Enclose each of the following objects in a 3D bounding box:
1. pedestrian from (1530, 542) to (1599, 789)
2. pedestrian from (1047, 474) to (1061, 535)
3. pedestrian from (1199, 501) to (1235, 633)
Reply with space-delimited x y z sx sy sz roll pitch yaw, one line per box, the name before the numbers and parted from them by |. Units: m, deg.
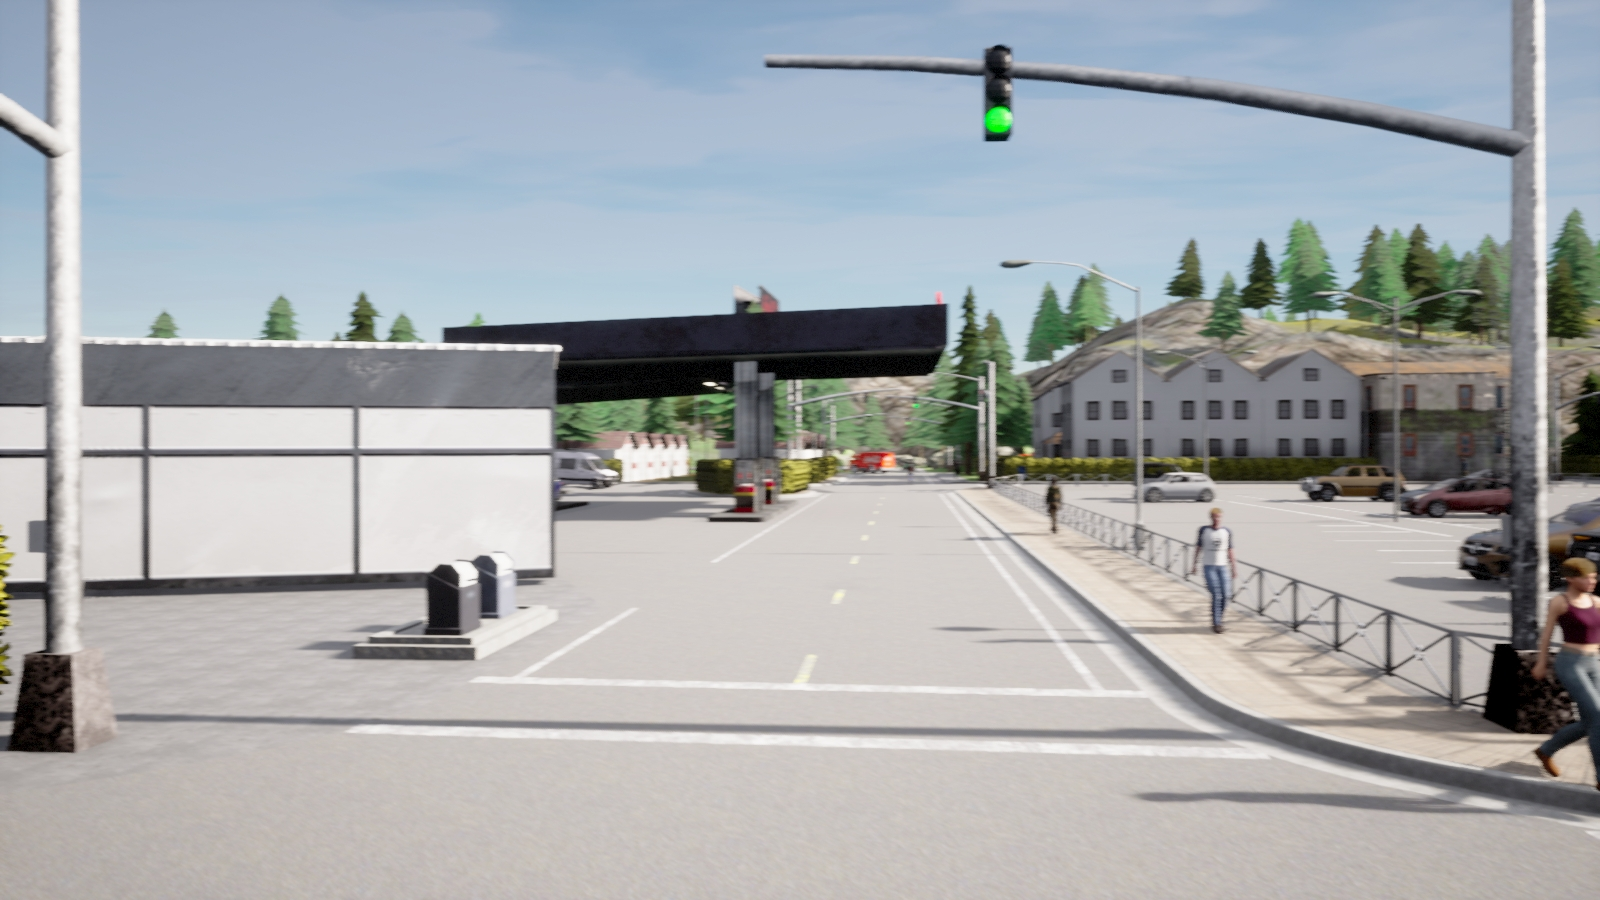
pedestrian | 6.064 1.675 8.999 0.375 1.860 0.375 0 0 -13
pedestrian | 7.826 1.665 35.185 0.375 1.860 0.375 0 0 4
pedestrian | 5.995 1.674 16.438 0.375 1.860 0.375 0 0 1
